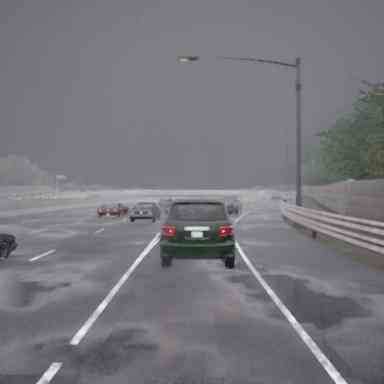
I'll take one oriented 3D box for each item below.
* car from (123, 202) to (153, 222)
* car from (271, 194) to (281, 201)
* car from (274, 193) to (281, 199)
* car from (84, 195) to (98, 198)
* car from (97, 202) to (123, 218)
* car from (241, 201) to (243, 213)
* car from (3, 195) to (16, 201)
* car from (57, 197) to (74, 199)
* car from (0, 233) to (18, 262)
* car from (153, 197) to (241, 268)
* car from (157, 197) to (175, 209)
[{"bbox_3d":[-3.504,1.499,25.439,2.033,1.411,5.357,0,0,0],"label":"car"},{"bbox_3d":[20.525,1.155,81.647,2.097,1.767,4.553,-1,1,17],"label":"car"},{"bbox_3d":[23.502,1.078,91.376,1.895,1.301,4.718,-1,1,16],"label":"car"},{"bbox_3d":[-21.008,1.702,66.941,1.837,1.490,4.892,0,-1,0],"label":"car"},{"bbox_3d":[-6.903,1.549,29.574,1.895,1.301,4.718,0,0,0],"label":"car"},{"bbox_3d":[3.918,1.313,33.973,2.097,1.767,4.553,0,0,15],"label":"car"},{"bbox_3d":[-44.183,1.393,80.434,1.895,1.301,4.718,1,1,-15],"label":"car"},{"bbox_3d":[-24.508,1.741,66.940,2.033,1.411,5.357,0,-1,0],"label":"car"},{"bbox_3d":[-6.901,1.530,8.958,2.033,1.411,5.357,0,0,0],"label":"car"},{"bbox_3d":[0.239,1.197,11.416,2.150,2.045,5.566,0,0,2],"label":"car"},{"bbox_3d":[-3.504,1.483,45.687,2.128,1.511,4.902,0,0,0],"label":"car"}]
